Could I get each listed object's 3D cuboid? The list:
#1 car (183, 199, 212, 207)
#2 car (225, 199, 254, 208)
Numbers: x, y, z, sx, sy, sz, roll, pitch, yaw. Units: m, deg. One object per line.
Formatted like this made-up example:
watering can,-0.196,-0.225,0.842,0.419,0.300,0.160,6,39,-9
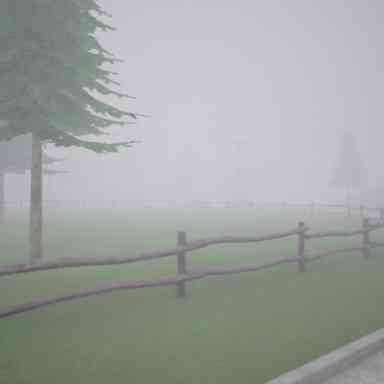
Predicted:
car,0.898,1.849,53.809,4.674,1.442,1.812,0,0,17
car,7.687,1.886,54.255,4.892,1.490,1.837,0,0,30
